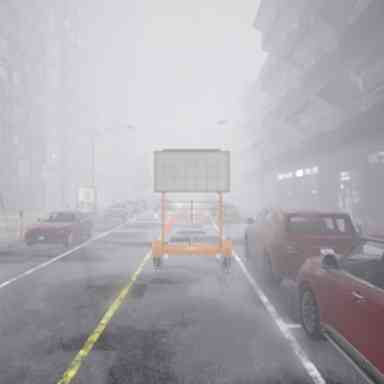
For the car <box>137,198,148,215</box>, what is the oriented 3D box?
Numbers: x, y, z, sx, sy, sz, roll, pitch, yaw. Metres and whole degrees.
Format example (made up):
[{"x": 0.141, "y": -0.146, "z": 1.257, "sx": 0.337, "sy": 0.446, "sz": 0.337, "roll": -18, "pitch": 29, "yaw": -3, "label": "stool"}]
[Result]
[{"x": -5.682, "y": 1.407, "z": 31.735, "sx": 1.887, "sy": 1.381, "sz": 4.507, "roll": 1, "pitch": 0, "yaw": 0, "label": "car"}]

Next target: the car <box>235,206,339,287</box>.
[{"x": 2.702, "y": 1.277, "z": 9.075, "sx": 2.192, "sy": 1.841, "sz": 5.009, "roll": 1, "pitch": 0, "yaw": 0, "label": "car"}]

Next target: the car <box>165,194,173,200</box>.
[{"x": -5.686, "y": 1.185, "z": 82.646, "sx": 1.802, "sy": 1.307, "sz": 4.206, "roll": 1, "pitch": 0, "yaw": 0, "label": "car"}]

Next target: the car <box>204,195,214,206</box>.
[{"x": 2.698, "y": 1.386, "z": 37.359, "sx": 2.008, "sy": 1.369, "sz": 4.403, "roll": 1, "pitch": 0, "yaw": 0, "label": "car"}]

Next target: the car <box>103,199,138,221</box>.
[{"x": -5.683, "y": 1.470, "z": 26.079, "sx": 1.802, "sy": 1.307, "sz": 4.206, "roll": 1, "pitch": 0, "yaw": 0, "label": "car"}]

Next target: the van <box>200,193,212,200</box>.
[{"x": 2.699, "y": 1.092, "z": 54.328, "sx": 1.690, "sy": 1.788, "sz": 3.998, "roll": 1, "pitch": 0, "yaw": 0, "label": "van"}]

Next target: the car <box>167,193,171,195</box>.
[{"x": -5.685, "y": 1.275, "z": 65.677, "sx": 1.802, "sy": 1.307, "sz": 4.206, "roll": 1, "pitch": 0, "yaw": 0, "label": "car"}]

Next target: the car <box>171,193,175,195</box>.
[{"x": -5.683, "y": 1.074, "z": 76.989, "sx": 1.967, "sy": 1.590, "sz": 4.097, "roll": 1, "pitch": 0, "yaw": 0, "label": "car"}]

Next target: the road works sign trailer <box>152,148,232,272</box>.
[{"x": 0.000, "y": 0.420, "z": 10.635, "sx": 2.380, "sy": 3.560, "sz": 2.880, "roll": 0, "pitch": 0, "yaw": 0, "label": "road works sign trailer"}]

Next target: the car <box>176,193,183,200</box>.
[{"x": -3.005, "y": 0.958, "z": 77.602, "sx": 1.882, "sy": 1.535, "sz": 5.008, "roll": 0, "pitch": 0, "yaw": 0, "label": "car"}]

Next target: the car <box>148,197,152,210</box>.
[{"x": -5.683, "y": 1.401, "z": 37.392, "sx": 1.947, "sy": 1.339, "sz": 4.313, "roll": 1, "pitch": 0, "yaw": 0, "label": "car"}]

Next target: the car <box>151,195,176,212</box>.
[{"x": -3.099, "y": 1.361, "z": 37.152, "sx": 1.812, "sy": 1.442, "sz": 4.674, "roll": 0, "pitch": 0, "yaw": 0, "label": "car"}]

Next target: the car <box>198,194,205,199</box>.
[{"x": 2.694, "y": 1.121, "z": 93.925, "sx": 1.802, "sy": 1.307, "sz": 4.206, "roll": 1, "pitch": 0, "yaw": 0, "label": "car"}]

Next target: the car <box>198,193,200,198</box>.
[{"x": 2.695, "y": 1.216, "z": 76.955, "sx": 1.802, "sy": 1.307, "sz": 4.206, "roll": 1, "pitch": 0, "yaw": 0, "label": "car"}]

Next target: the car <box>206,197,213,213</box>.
[{"x": 2.698, "y": 1.428, "z": 31.702, "sx": 1.947, "sy": 1.339, "sz": 4.313, "roll": 1, "pitch": 0, "yaw": 0, "label": "car"}]

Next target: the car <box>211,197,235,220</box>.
[{"x": 2.699, "y": 1.413, "z": 26.216, "sx": 1.752, "sy": 1.417, "sz": 4.829, "roll": 1, "pitch": 0, "yaw": 0, "label": "car"}]

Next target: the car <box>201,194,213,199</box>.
[{"x": 2.697, "y": 1.345, "z": 48.672, "sx": 1.947, "sy": 1.339, "sz": 4.313, "roll": 1, "pitch": 0, "yaw": 0, "label": "car"}]

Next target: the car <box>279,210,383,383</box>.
[{"x": 2.703, "y": 1.300, "z": 3.418, "sx": 2.192, "sy": 1.841, "sz": 5.009, "roll": 1, "pitch": 0, "yaw": 0, "label": "car"}]

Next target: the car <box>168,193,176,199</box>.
[{"x": -5.684, "y": 0.980, "z": 93.960, "sx": 1.967, "sy": 1.590, "sz": 4.097, "roll": 1, "pitch": 0, "yaw": 0, "label": "car"}]

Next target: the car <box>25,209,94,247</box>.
[{"x": -5.681, "y": 1.483, "z": 14.765, "sx": 1.887, "sy": 1.381, "sz": 4.507, "roll": 1, "pitch": 0, "yaw": 0, "label": "car"}]
